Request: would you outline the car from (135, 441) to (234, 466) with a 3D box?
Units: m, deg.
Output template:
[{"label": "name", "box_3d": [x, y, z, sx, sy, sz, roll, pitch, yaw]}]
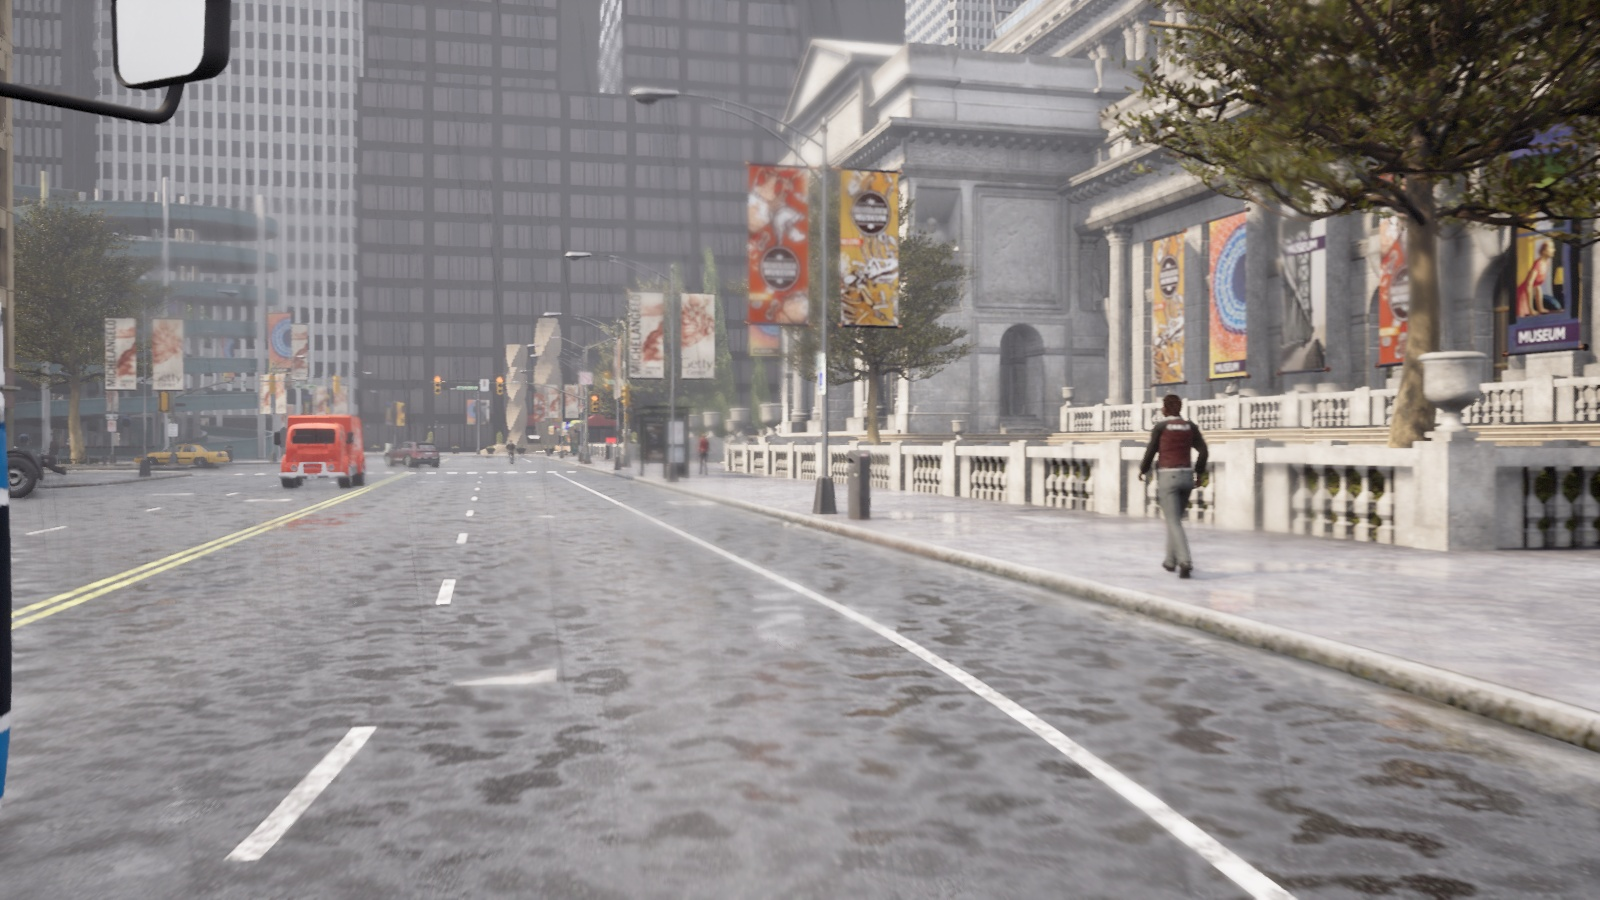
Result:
[{"label": "car", "box_3d": [-38.957, 0.232, 79.573, 5.366, 1.575, 1.801, 0, 0, -9]}]

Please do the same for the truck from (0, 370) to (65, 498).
[{"label": "truck", "box_3d": [-24.511, -0.430, 34.000, 7.936, 3.462, 2.891, 0, 0, -30]}]

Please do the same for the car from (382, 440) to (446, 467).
[{"label": "car", "box_3d": [-24.405, 0.226, 79.303, 2.033, 1.649, 4.856, 0, 0, -42]}]

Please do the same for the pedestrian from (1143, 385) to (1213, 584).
[{"label": "pedestrian", "box_3d": [3.782, 0.333, 12.580, 0.402, 1.930, 0.666, 0, 0, -11]}]

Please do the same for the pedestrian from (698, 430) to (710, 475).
[{"label": "pedestrian", "box_3d": [-3.959, 0.110, 51.923, 0.331, 1.846, 0.636, 0, 0, -21]}]

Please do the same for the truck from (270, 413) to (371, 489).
[{"label": "truck", "box_3d": [-16.541, 0.007, 43.605, 2.627, 2.467, 5.204, 0, 1, -14]}]
